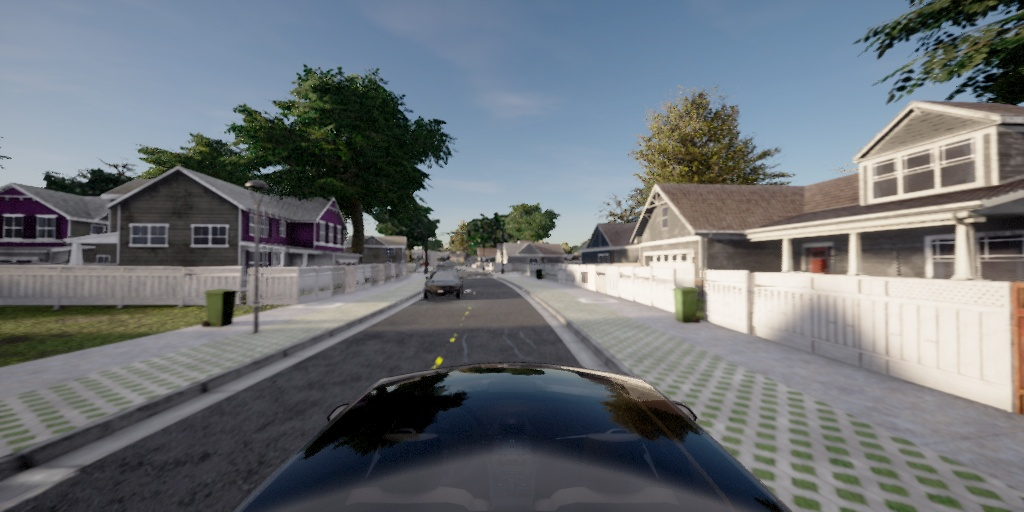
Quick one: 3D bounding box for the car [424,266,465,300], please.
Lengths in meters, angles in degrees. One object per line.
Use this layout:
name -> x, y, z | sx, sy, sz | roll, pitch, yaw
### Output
car -> -3.700, 1.501, 20.100 | 1.882, 1.535, 5.008 | 0, -1, -5
